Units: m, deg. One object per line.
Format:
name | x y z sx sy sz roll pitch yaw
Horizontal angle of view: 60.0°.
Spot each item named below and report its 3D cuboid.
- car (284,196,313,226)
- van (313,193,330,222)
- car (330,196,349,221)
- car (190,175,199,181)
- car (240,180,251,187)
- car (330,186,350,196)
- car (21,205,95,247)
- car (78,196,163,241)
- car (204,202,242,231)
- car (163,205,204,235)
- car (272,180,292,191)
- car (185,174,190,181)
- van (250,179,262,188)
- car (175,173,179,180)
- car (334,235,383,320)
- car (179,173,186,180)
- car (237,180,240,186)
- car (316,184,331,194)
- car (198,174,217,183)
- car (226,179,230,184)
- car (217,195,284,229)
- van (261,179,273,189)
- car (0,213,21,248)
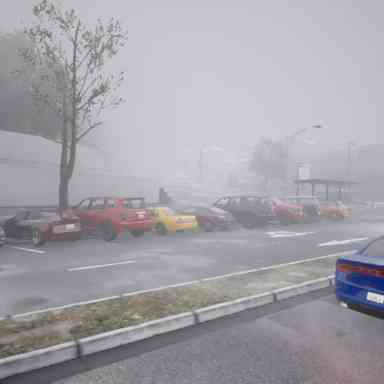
car | 5.309 1.268 23.879 5.566 2.045 2.435 -1 -1 35
van | 7.850 1.298 25.546 4.442 1.987 1.878 -1 -1 35
car | 10.261 1.405 27.294 4.553 1.767 2.185 -1 -1 35
car | 2.720 -3.695 87.770 2.435 2.045 5.566 7 3 34
car | 13.235 -1.808 73.207 1.946 1.575 5.366 7 3 35
car | 25.181 0.140 55.771 2.002 1.452 4.674 7 3 35
car | -7.012 1.524 15.229 4.792 1.488 2.163 -1 -1 35
car | -4.565 1.248 16.972 5.566 2.045 2.435 -1 -1 35
car | 0.365 1.549 20.422 4.674 1.452 2.002 -1 -1 35
car | -2.243 1.503 18.797 5.366 1.575 1.946 -1 -1 35
car | 18.290 -0.988 65.636 2.231 1.521 4.892 7 3 35
car | 0.929 -3.846 90.238 2.185 1.767 4.553 6 3 34
van | 14.807 -1.760 70.474 1.878 1.987 4.442 7 4 35
car | -2.568 -4.358 95.059 2.435 2.045 5.566 1 -1 34
car | 4.863 1.488 6.585 5.008 1.535 1.882 0 0 -35
car | -0.798 -4.081 92.710 2.185 1.767 4.553 4 1 34
car | 11.406 -2.040 75.529 2.002 1.452 4.674 7 4 35
car | 23.493 -0.422 58.245 2.435 2.045 5.566 7 3 35
car | 4.569 -3.172 85.509 1.946 1.575 5.366 7 3 34
car | 9.666 -2.313 77.993 2.002 1.452 4.674 7 3 35
car | 2.794 1.263 22.177 5.566 2.045 2.435 -1 -1 35
van | 16.533 -1.487 68.001 1.878 1.987 4.442 7 4 35
car | -9.433 1.493 13.485 4.892 1.521 2.231 -1 -1 35
